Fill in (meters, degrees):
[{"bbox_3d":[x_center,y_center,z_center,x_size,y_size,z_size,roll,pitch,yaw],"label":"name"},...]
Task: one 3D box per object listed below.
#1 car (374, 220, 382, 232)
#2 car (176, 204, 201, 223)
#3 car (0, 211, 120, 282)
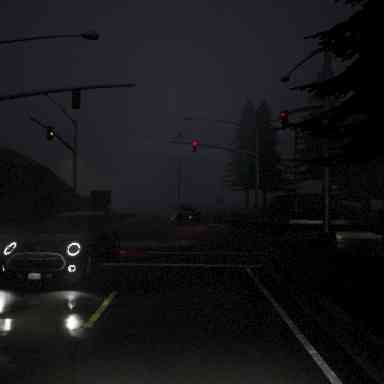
[{"bbox_3d":[14.226,1.867,21.255,4.553,1.767,2.097,1,-1,0],"label":"car"},{"bbox_3d":[-0.282,1.787,28.285,2.128,1.511,4.902,0,-1,-4],"label":"car"},{"bbox_3d":[-3.677,1.427,10.110,2.097,1.767,4.553,0,-1,1],"label":"car"}]
